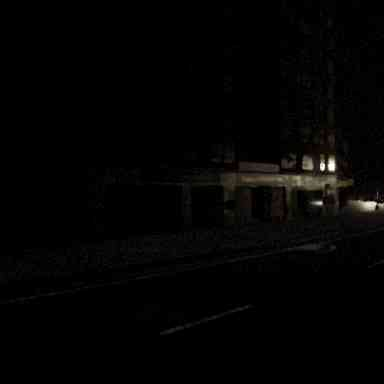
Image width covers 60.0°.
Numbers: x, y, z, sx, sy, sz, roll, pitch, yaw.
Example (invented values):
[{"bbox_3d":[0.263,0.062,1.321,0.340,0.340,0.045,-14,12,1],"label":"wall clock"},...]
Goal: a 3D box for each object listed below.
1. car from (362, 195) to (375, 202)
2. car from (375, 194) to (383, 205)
[{"bbox_3d":[42.363,1.512,78.742,2.097,1.767,4.553,-1,0,19],"label":"car"},{"bbox_3d":[37.440,1.640,64.511,1.837,1.490,4.892,-1,0,19],"label":"car"}]
